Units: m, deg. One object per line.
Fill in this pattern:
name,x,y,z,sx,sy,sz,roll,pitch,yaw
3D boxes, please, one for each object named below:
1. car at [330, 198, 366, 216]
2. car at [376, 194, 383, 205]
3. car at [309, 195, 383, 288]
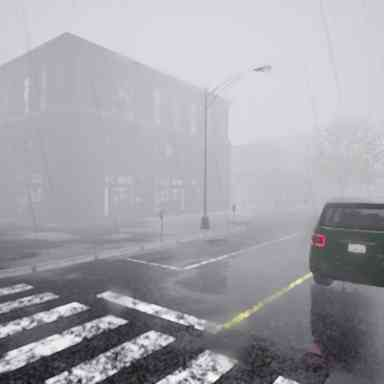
car,13.862,1.266,29.480,1.947,1.339,4.313,1,1,38
car,27.316,1.042,46.888,1.752,1.417,4.829,1,1,38
car,4.739,1.135,8.379,2.150,2.045,5.566,0,1,38
